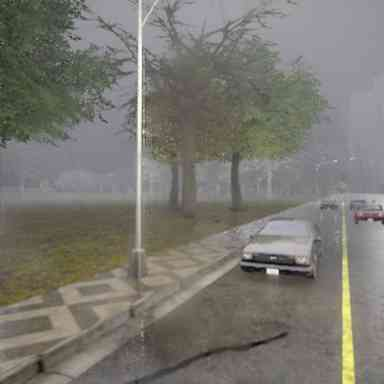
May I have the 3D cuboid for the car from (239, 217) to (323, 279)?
[{"bbox_3d":[3.054,1.519,10.431,2.033,1.411,5.357,0,0,25],"label":"car"}]

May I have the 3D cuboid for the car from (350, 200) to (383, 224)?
[{"bbox_3d":[12.614,1.518,23.786,1.895,1.301,4.718,0,0,25],"label":"car"}]

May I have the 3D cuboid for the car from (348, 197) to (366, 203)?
[{"bbox_3d":[19.374,1.355,38.687,2.128,1.511,4.902,0,0,25],"label":"car"}]

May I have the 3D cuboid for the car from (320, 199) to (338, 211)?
[{"bbox_3d":[15.749,1.471,38.166,1.895,1.301,4.718,0,0,24],"label":"car"}]
